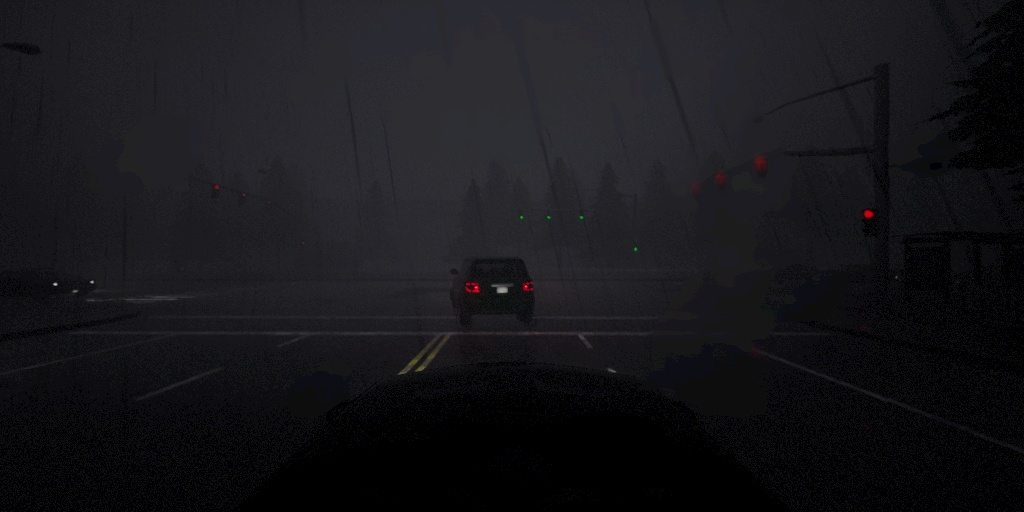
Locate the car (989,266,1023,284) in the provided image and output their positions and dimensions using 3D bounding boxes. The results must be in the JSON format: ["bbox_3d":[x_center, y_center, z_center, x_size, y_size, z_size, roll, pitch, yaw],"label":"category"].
[{"bbox_3d":[40.051,1.445,27.216,4.718,1.301,1.895,0,0,7],"label":"car"}]

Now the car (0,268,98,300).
[{"bbox_3d":[-23.178,1.384,17.242,4.718,1.301,1.895,0,0,0],"label":"car"}]

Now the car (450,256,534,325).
[{"bbox_3d":[-0.864,1.030,12.457,2.150,2.045,5.566,0,0,-13],"label":"car"}]

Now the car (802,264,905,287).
[{"bbox_3d":[23.237,1.319,24.391,4.902,1.511,2.128,0,0,1],"label":"car"}]

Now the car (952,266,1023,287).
[{"bbox_3d":[32.987,1.375,24.299,5.357,1.411,2.033,0,0,1],"label":"car"}]

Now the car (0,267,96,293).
[{"bbox_3d":[-27.297,1.367,20.681,4.181,1.385,1.994,0,0,-1],"label":"car"}]

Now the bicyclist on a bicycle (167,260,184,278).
[{"bbox_3d":[-29.743,1.167,31.736,0.582,1.620,1.656,0,0,0],"label":"bicyclist on a bicycle"}]

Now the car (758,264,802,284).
[{"bbox_3d":[21.820,1.373,27.899,4.674,1.442,1.812,0,0,0],"label":"car"}]
